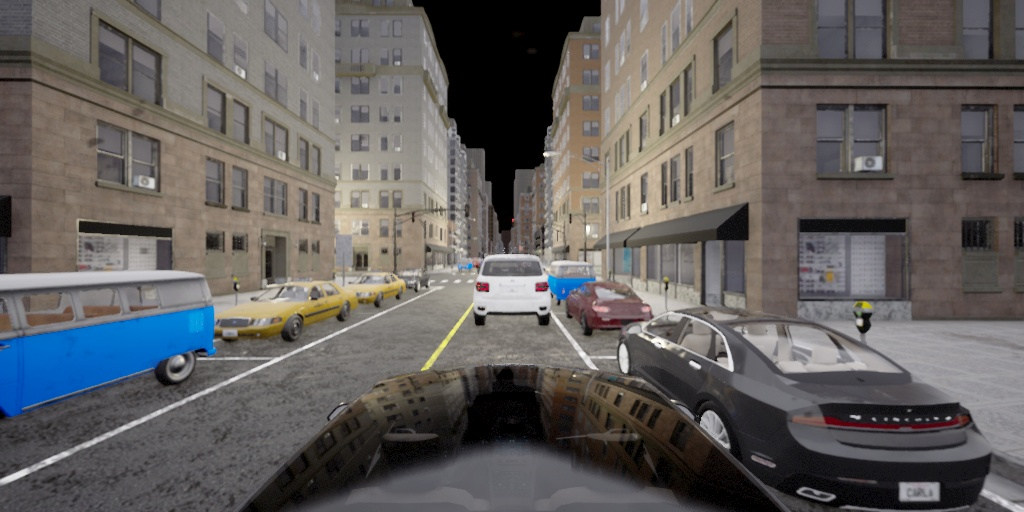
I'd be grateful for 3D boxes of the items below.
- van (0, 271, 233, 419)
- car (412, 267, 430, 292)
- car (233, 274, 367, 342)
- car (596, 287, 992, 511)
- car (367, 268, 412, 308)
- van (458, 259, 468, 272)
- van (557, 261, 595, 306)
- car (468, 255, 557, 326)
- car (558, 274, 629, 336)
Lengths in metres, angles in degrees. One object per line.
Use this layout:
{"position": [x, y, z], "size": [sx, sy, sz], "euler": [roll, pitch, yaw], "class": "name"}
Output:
{"position": [-5.881, 1.102, 4.427], "size": [1.690, 1.789, 3.998], "euler": [0, 0, -1], "class": "van"}
{"position": [-6.049, 1.363, 21.432], "size": [2.007, 1.370, 4.403], "euler": [0, 0, -1], "class": "car"}
{"position": [-5.935, 1.306, 9.926], "size": [1.751, 1.417, 4.829], "euler": [0, 0, -1], "class": "car"}
{"position": [2.644, 1.311, 4.525], "size": [2.007, 1.370, 4.403], "euler": [0, 0, -1], "class": "car"}
{"position": [-5.991, 1.323, 15.595], "size": [1.751, 1.417, 4.829], "euler": [0, 0, -1], "class": "car"}
{"position": [-6.316, 1.227, 48.627], "size": [1.690, 1.789, 3.998], "euler": [0, 0, -1], "class": "van"}
{"position": [2.532, 1.137, 15.865], "size": [1.690, 1.789, 3.998], "euler": [0, 0, -1], "class": "van"}
{"position": [-0.020, 1.003, 11.933], "size": [2.150, 2.045, 5.566], "euler": [0, -1, -1], "class": "car"}
{"position": [2.588, 1.361, 10.195], "size": [1.802, 1.307, 4.207], "euler": [0, 0, -1], "class": "car"}
